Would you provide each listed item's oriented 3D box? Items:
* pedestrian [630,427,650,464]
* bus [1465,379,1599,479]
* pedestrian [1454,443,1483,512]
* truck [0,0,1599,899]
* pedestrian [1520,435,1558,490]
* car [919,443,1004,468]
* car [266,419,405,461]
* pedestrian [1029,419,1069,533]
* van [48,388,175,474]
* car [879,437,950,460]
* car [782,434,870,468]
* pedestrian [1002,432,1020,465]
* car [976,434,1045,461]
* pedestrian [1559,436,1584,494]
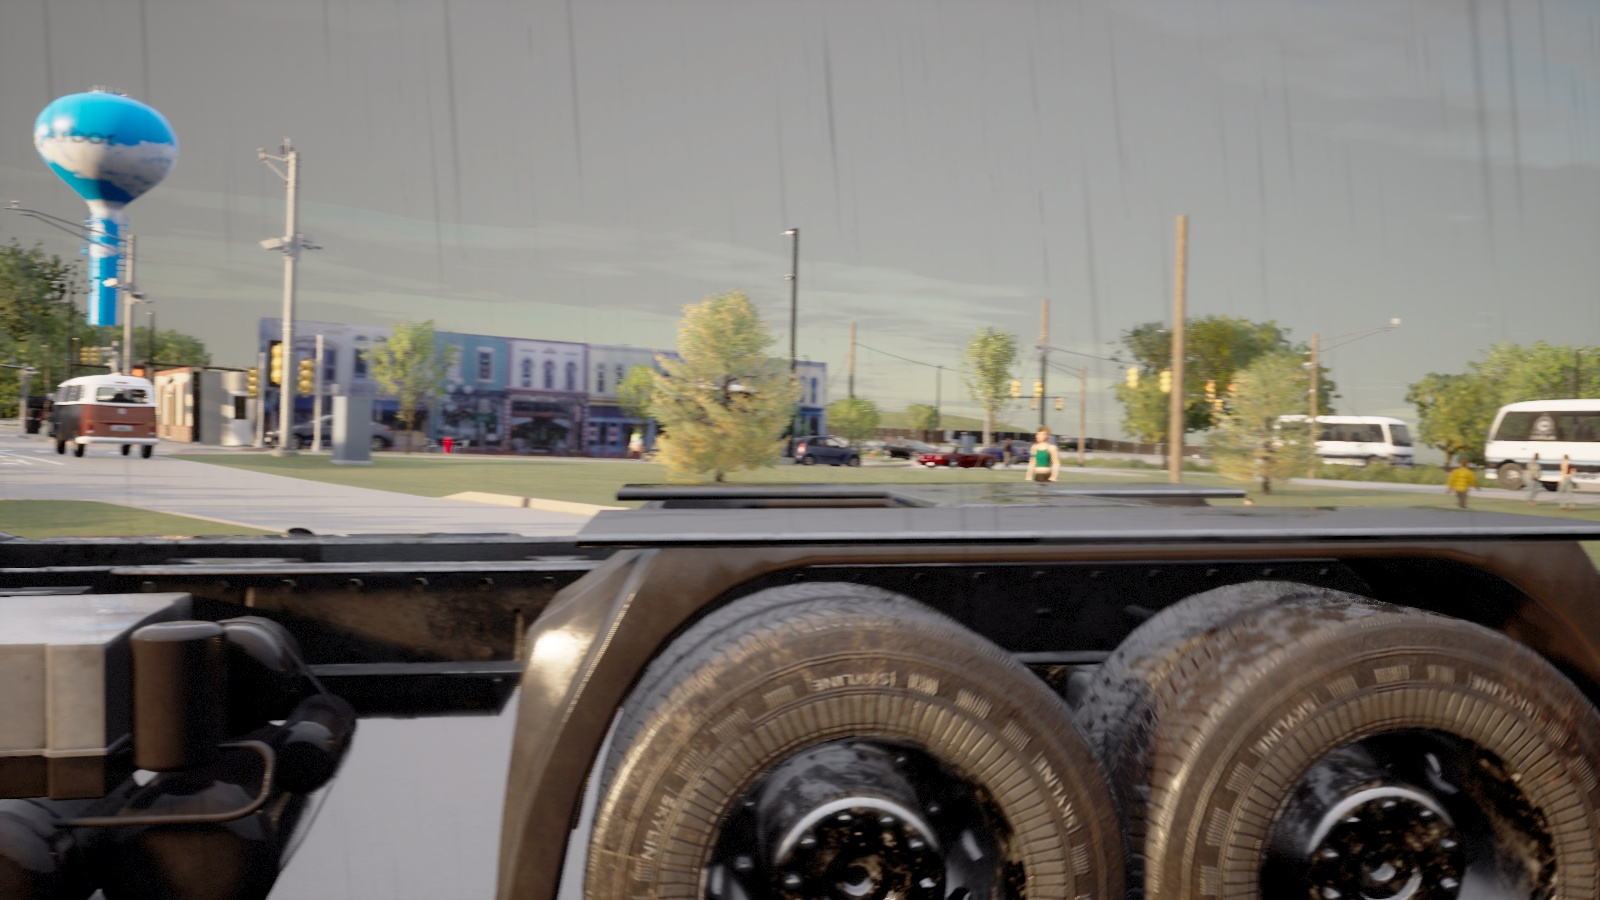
[{"bbox_3d":[-8.431,-0.227,66.146,0.873,1.952,0.659,1,0,-34],"label":"pedestrian"},{"bbox_3d":[35.429,-0.870,55.725,3.944,4.253,10.273,1,0,-21],"label":"bus"},{"bbox_3d":[17.865,0.733,33.543,0.726,1.835,0.370,1,0,-32],"label":"pedestrian"},{"bbox_3d":[-1.438,-0.225,3.759,7.936,3.462,2.891,-1,1,-6],"label":"truck"},{"bbox_3d":[25.499,0.435,43.352,0.874,1.855,0.900,1,0,-42],"label":"pedestrian"},{"bbox_3d":[8.686,0.272,67.312,4.718,1.301,1.895,-1,0,-42],"label":"car"},{"bbox_3d":[-19.230,-0.382,52.078,5.027,1.651,2.152,1,-1,-35],"label":"car"},{"bbox_3d":[4.087,0.417,20.583,0.594,1.836,0.345,1,0,-43],"label":"pedestrian"},{"bbox_3d":[-17.688,-0.474,32.154,2.069,2.038,4.480,1,0,-39],"label":"van"},{"bbox_3d":[7.607,-0.133,83.948,2.163,1.488,4.792,1,0,-34],"label":"car"},{"bbox_3d":[1.309,0.056,61.807,3.988,1.617,1.851,1,0,-35],"label":"car"},{"bbox_3d":[11.869,-0.081,70.760,0.563,1.883,0.849,1,0,-36],"label":"pedestrian"},{"bbox_3d":[14.458,-0.190,86.335,2.097,1.767,4.553,1,0,-34],"label":"car"},{"bbox_3d":[24.537,0.486,39.948,0.345,1.836,0.594,0,0,-12],"label":"pedestrian"}]
